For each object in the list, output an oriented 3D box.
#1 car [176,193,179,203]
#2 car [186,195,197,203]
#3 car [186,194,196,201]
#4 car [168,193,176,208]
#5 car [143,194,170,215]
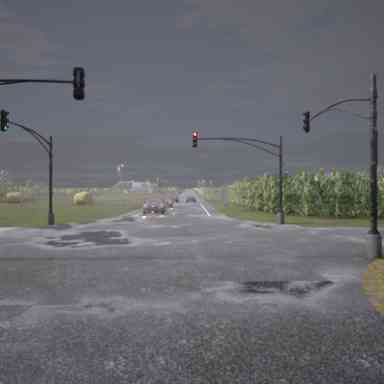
[{"bbox_3d":[-3.711,1.128,64.180,2.150,2.045,5.566,0,0,0],"label":"car"},{"bbox_3d":[-0.120,1.408,66.140,1.837,1.490,4.892,0,0,0],"label":"car"},{"bbox_3d":[-0.198,1.328,76.444,2.128,1.511,4.902,0,0,0],"label":"car"},{"bbox_3d":[-3.718,1.305,46.432,2.097,1.767,4.553,0,0,0],"label":"car"},{"bbox_3d":[-3.718,1.326,33.911,2.097,1.767,4.553,0,0,0],"label":"car"}]
